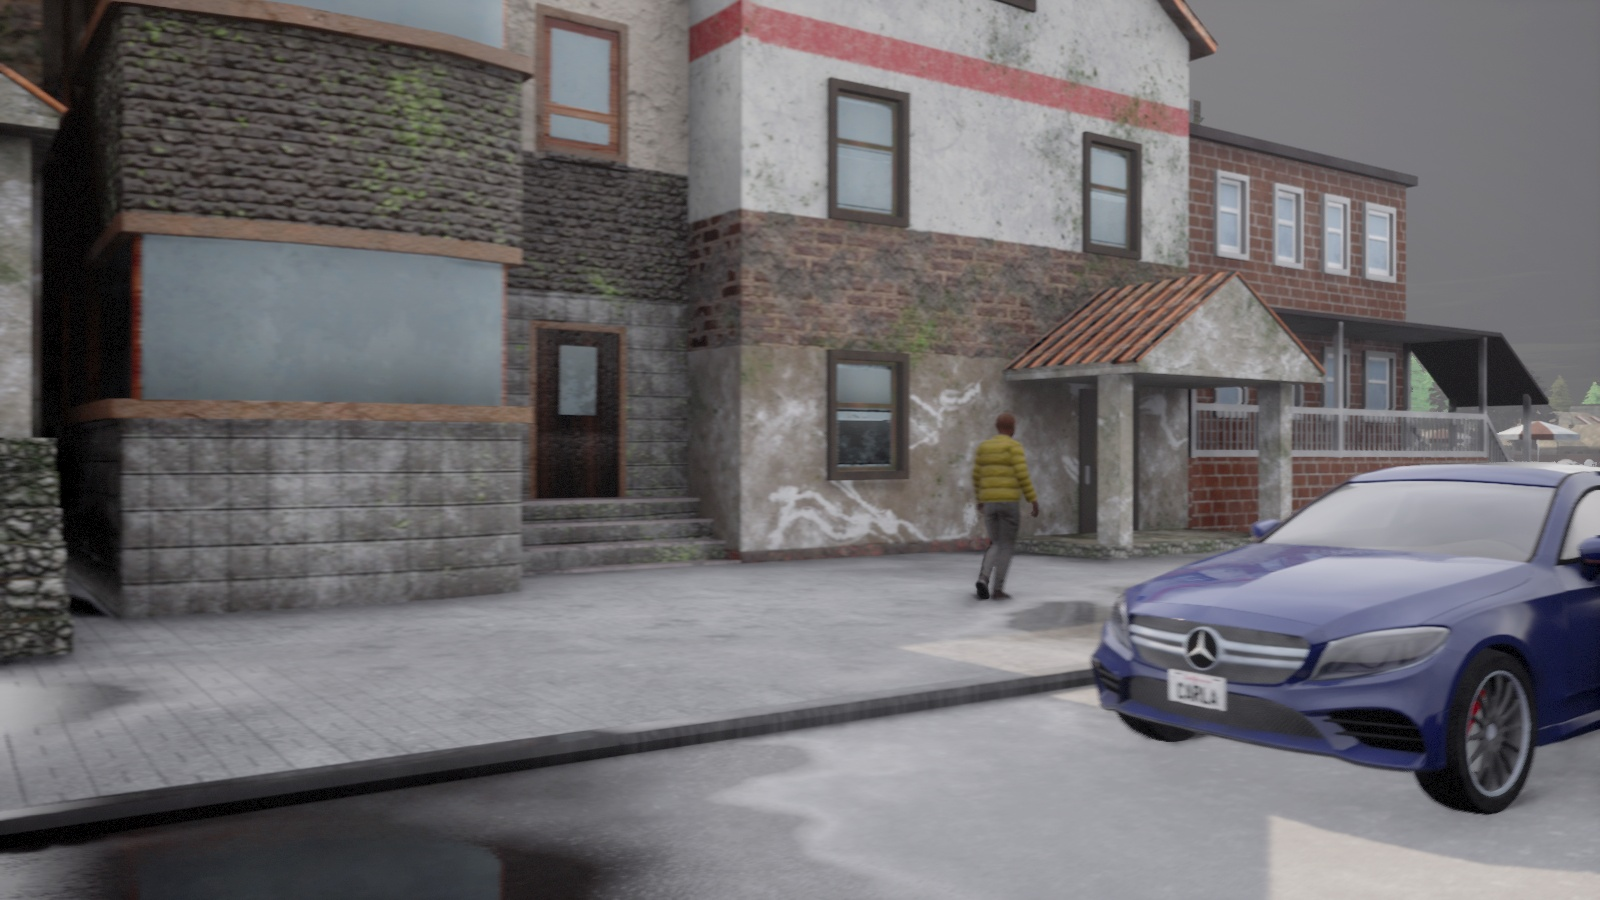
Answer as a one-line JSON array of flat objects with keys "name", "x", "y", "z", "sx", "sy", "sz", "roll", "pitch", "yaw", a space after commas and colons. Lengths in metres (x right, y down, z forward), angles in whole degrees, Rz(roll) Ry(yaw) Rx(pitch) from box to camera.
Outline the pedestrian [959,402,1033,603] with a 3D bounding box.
[{"name": "pedestrian", "x": 1.855, "y": 0.480, "z": 11.831, "sx": 0.370, "sy": 1.835, "sz": 0.726, "roll": 0, "pitch": 0, "yaw": 39}]

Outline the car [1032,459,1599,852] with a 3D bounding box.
[{"name": "car", "x": 3.579, "y": 0.780, "z": 6.759, "sx": 4.674, "sy": 1.442, "sz": 1.812, "roll": 0, "pitch": 0, "yaw": -35}]
